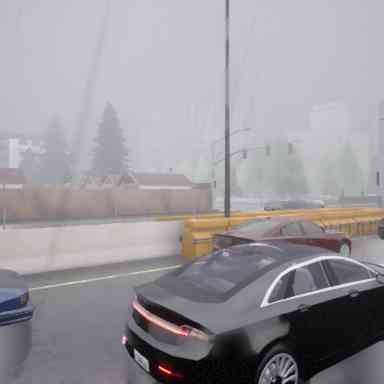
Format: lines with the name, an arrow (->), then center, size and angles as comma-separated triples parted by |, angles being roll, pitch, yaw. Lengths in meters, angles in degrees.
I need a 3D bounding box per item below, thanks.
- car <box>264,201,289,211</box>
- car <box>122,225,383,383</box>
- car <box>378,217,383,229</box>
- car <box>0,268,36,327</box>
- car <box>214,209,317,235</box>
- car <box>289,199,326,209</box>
car -> 8.440, 1.564, 33.781 | 1.994, 1.385, 4.181 | 0, 0, 12
car -> 1.455, 1.492, 4.796 | 4.902, 1.511, 2.128 | 0, 0, -36
car -> 10.606, 1.505, 15.659 | 4.892, 1.490, 1.837 | 0, 0, -36
car -> -5.105, 1.547, 4.398 | 5.357, 1.411, 2.033 | 0, 0, -36
car -> 2.894, 1.478, 10.129 | 5.008, 1.535, 1.882 | 0, 0, -36
car -> 13.366, 1.548, 40.498 | 2.033, 1.411, 5.357 | 0, 0, -42
